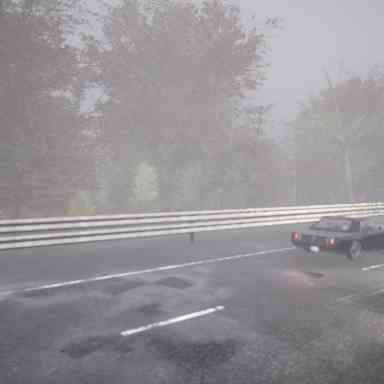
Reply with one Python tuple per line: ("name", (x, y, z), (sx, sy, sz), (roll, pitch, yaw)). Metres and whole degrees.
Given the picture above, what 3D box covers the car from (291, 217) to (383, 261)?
("car", (5.835, 1.553, 12.134), (4.718, 1.301, 1.895), (0, 0, -35))
